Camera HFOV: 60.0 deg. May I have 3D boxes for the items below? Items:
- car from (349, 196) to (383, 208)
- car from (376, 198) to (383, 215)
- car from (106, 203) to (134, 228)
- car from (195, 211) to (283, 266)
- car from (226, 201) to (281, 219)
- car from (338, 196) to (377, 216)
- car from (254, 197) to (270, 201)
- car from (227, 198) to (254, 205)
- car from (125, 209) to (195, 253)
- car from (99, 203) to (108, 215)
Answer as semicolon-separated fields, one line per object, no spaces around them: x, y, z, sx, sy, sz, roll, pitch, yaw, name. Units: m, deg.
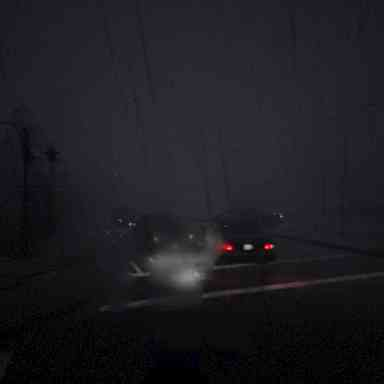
23.010;1.274;44.140;1.845;1.501;3.633;-1;0;-19;car
14.610;1.306;21.944;1.845;1.501;3.633;-1;0;-19;car
-5.058;1.835;25.185;2.033;1.411;5.357;-1;0;-19;car
1.442;1.627;11.910;2.033;1.411;5.357;-1;0;-4;car
3.006;1.589;18.949;5.357;1.411;2.033;-5;2;-43;car
15.098;1.367;29.925;1.970;1.475;3.806;-1;0;-19;car
9.350;1.541;47.684;2.152;1.636;5.027;-1;0;-19;car
6.390;1.593;46.644;2.007;1.523;4.514;-1;0;-19;car
-1.455;1.699;14.912;2.033;1.411;5.357;-1;0;-19;car
-10.823;2.059;42.231;2.033;1.411;5.357;-1;0;-19;car
